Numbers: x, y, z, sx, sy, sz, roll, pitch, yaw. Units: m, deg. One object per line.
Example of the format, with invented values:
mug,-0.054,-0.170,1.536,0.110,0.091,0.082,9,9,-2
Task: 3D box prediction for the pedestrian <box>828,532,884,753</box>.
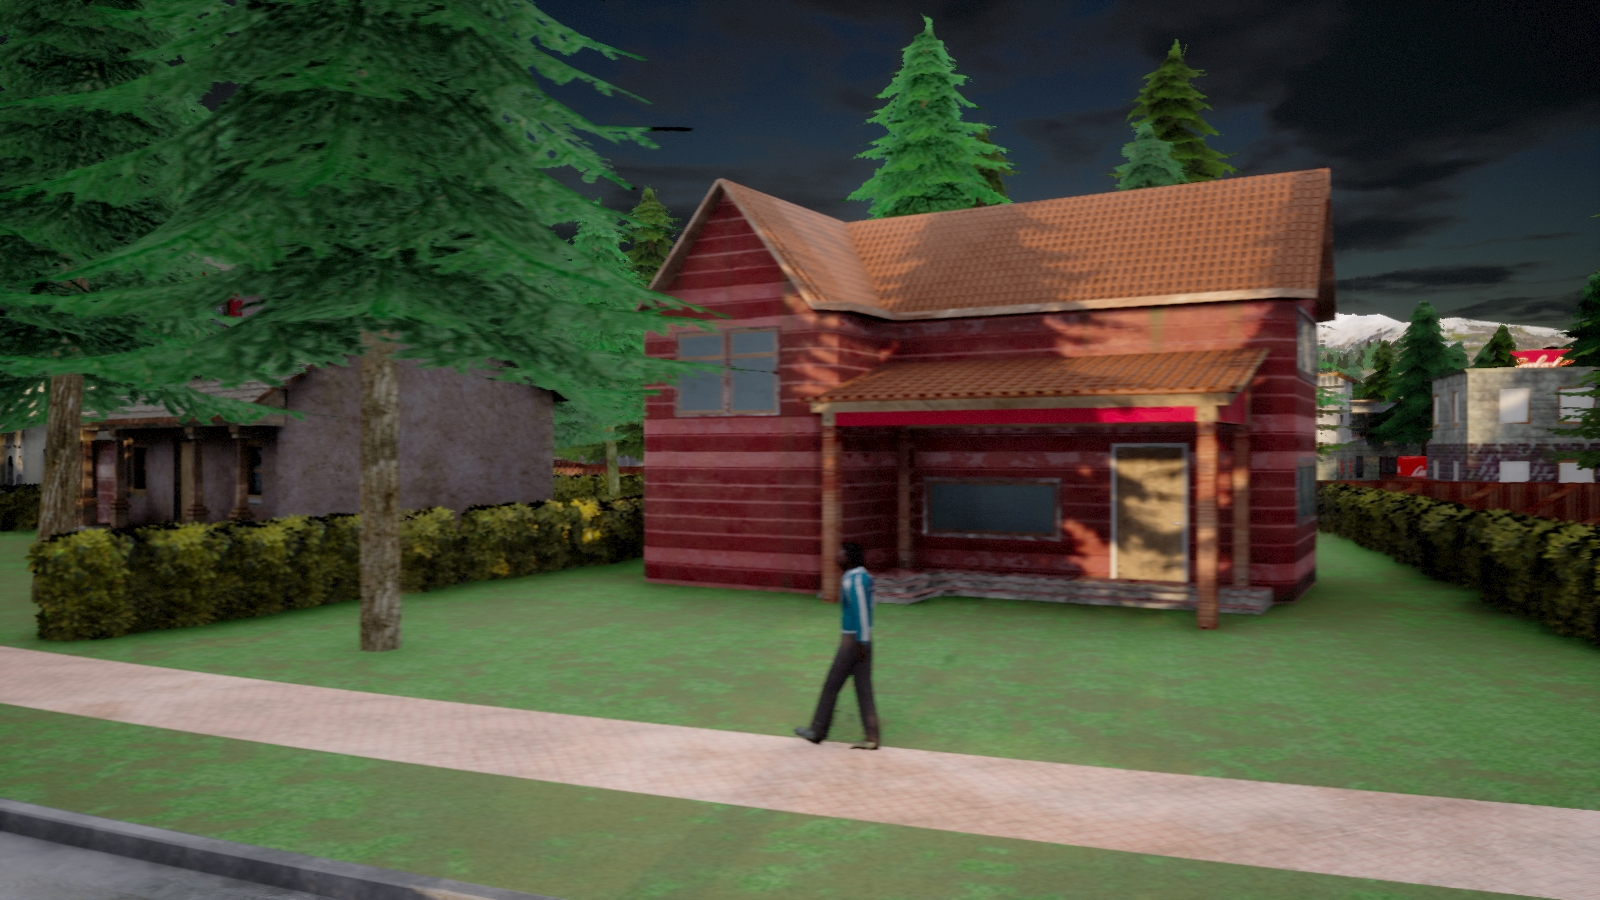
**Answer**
pedestrian,0.495,1.665,10.033,0.375,1.860,0.375,0,0,25
